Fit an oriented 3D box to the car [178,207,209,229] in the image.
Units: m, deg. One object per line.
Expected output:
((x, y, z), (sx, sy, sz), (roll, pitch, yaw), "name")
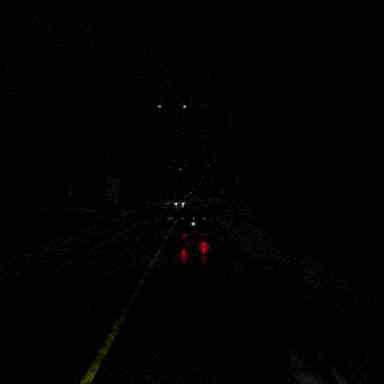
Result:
((0.041, 1.617, 21.970), (1.895, 1.301, 4.718), (0, 0, -1), "car")

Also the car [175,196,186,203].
((-2.720, 1.667, 74.570), (1.837, 1.490, 4.892), (0, 0, 0), "car")

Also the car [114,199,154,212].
((-6.798, 1.542, 38.867), (4.902, 1.511, 2.128), (0, -1, 24), "car")

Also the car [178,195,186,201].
((-2.692, 1.715, 90.171), (1.882, 1.535, 5.008), (0, 0, 0), "car")
